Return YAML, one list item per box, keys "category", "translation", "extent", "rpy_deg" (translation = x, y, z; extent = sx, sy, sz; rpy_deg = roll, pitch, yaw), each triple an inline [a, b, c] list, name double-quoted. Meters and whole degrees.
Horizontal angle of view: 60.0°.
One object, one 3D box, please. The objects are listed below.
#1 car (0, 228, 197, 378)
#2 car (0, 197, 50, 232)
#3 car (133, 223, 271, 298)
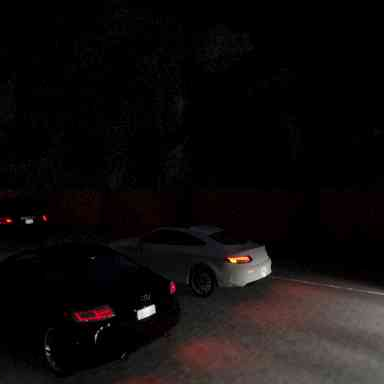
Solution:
- category: "car"
  translation: [-2.234, 1.564, 5.591]
  extent: [4.181, 1.385, 1.994]
  rpy_deg: [0, 0, 36]
- category: "car"
  translation: [-8.407, 1.221, 14.306]
  extent: [5.566, 2.045, 2.150]
  rpy_deg: [0, 0, 36]
- category: "car"
  translation: [-0.320, 1.526, 8.525]
  extent: [4.674, 1.442, 1.812]
  rpy_deg: [0, 0, 36]
